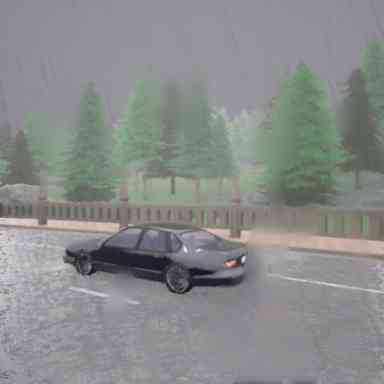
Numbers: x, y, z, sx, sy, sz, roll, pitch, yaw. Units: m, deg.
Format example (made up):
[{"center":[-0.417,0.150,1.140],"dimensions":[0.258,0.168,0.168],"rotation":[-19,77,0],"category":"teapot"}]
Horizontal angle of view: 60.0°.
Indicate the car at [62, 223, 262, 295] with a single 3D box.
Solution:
[{"center":[-0.982,1.522,8.632],"dimensions":[5.357,1.411,2.033],"rotation":[0,0,32],"category":"car"}]
